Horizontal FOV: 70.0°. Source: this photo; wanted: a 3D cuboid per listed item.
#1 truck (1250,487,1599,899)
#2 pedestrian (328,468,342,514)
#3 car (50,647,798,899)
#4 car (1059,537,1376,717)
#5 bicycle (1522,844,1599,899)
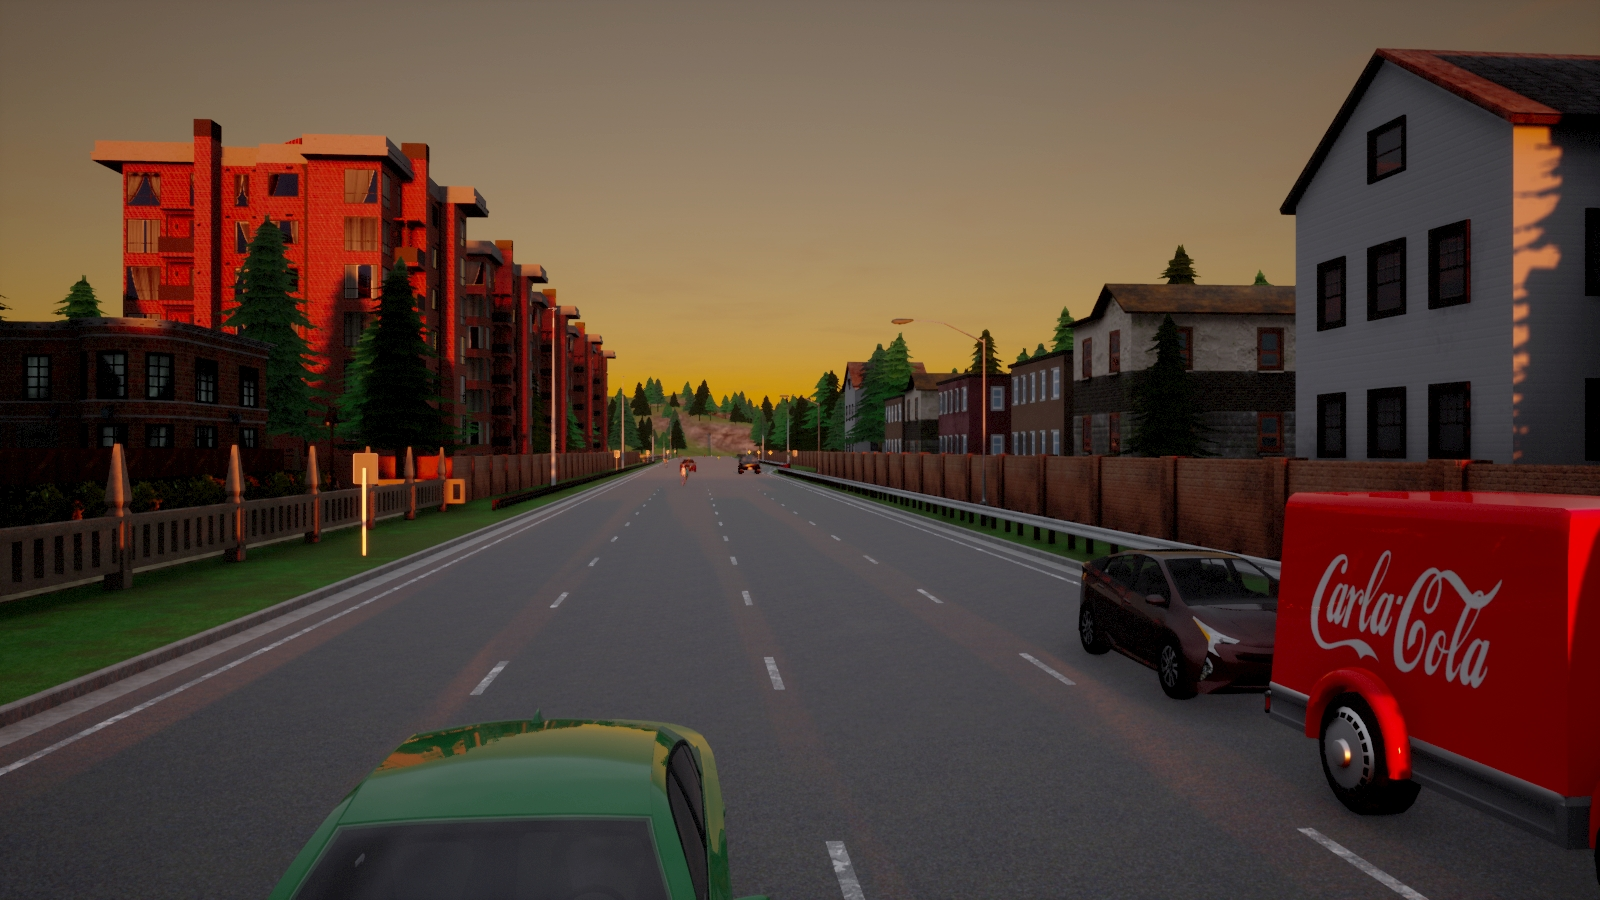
[{"bbox_3d":[5.566,1.568,7.740,2.627,2.467,5.204,0,0,-5],"label":"truck"},{"bbox_3d":[-19.295,1.701,47.412,0.375,1.860,0.375,0,0,17],"label":"pedestrian"},{"bbox_3d":[-1.202,2.034,4.748,2.097,1.535,5.006,0,0,-5],"label":"car"},{"bbox_3d":[4.945,2.040,14.354,2.007,1.525,4.514,0,0,-5],"label":"car"},{"bbox_3d":[2.623,2.056,2.959,0.373,1.496,1.643,0,0,-4],"label":"bicycle"}]
